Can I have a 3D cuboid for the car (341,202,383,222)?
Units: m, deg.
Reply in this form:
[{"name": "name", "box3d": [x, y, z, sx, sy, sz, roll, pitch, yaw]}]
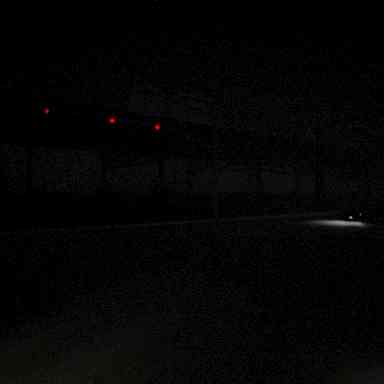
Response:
[{"name": "car", "box3d": [14.435, 1.571, 27.237, 5.357, 1.411, 2.033, 0, 0, -36]}]
